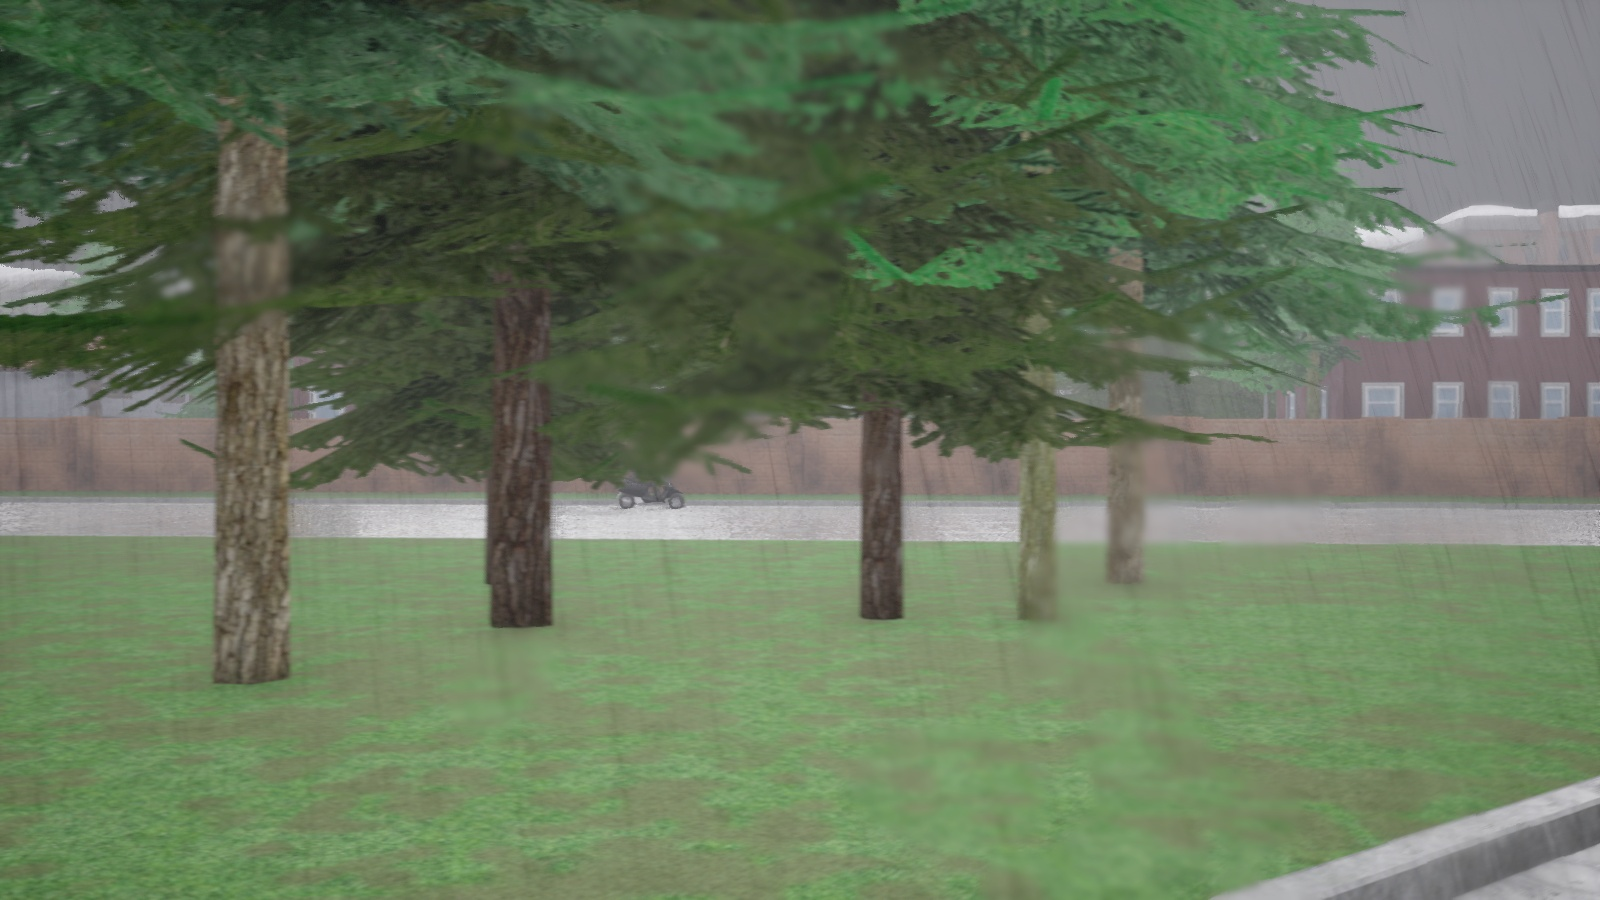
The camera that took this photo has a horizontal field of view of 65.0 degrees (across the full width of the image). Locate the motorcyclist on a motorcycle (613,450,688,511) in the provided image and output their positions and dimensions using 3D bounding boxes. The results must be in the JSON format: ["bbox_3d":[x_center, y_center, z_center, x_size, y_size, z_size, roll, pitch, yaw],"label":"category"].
[{"bbox_3d":[-3.903,0.787,32.840,1.817,1.590,0.866,0,0,3],"label":"motorcyclist on a motorcycle"}]
